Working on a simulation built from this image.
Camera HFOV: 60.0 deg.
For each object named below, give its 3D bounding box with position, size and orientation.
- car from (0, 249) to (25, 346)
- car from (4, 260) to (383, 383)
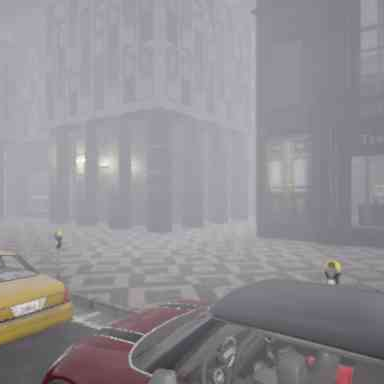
[{"bbox_3d":[-4.105,1.549,5.883,4.829,1.417,1.752,0,0,35],"label":"car"},{"bbox_3d":[0.624,1.443,2.514,4.097,1.590,1.967,0,0,35],"label":"car"}]
